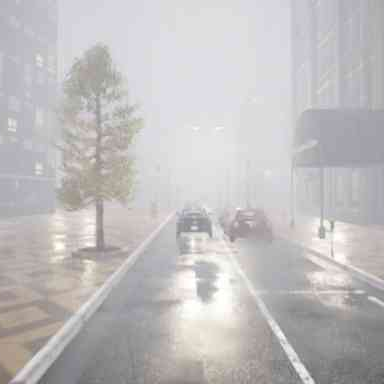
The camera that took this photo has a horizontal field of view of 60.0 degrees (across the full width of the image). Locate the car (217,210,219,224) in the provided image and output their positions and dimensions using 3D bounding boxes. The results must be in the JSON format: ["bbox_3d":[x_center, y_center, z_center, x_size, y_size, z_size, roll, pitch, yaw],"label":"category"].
[{"bbox_3d":[2.583,1.572,21.681,1.802,1.307,4.206,1,0,0],"label":"car"}]

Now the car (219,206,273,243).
[{"bbox_3d":[2.584,1.432,16.114,1.967,1.590,4.097,1,0,0],"label":"car"}]

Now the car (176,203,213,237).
[{"bbox_3d":[0.106,1.516,17.887,1.812,1.442,4.674,0,0,0],"label":"car"}]

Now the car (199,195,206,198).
[{"bbox_3d":[2.599,1.601,82.086,1.947,1.339,4.313,1,0,0],"label":"car"}]

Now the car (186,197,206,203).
[{"bbox_3d":[0.056,1.542,34.527,2.033,1.411,5.357,0,0,-1],"label":"car"}]

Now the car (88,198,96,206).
[{"bbox_3d":[-17.437,1.754,56.828,4.403,1.369,2.008,0,-1,14],"label":"car"}]
